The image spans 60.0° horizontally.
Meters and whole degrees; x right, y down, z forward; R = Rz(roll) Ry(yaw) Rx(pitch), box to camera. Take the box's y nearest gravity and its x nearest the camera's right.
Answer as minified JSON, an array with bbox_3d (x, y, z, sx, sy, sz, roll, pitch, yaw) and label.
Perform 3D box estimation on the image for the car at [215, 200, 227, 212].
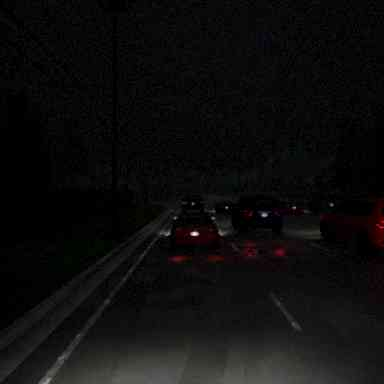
[{"bbox_3d":[3.604,1.615,36.669,1.994,1.385,4.181,0,0,0],"label":"car"}]

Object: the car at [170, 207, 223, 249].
[{"bbox_3d":[0.101,1.585,14.784,1.994,1.385,4.181,0,0,0],"label":"car"}]

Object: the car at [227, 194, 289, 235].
[{"bbox_3d":[3.590,1.248,19.259,2.150,2.045,5.566,0,0,0],"label":"car"}]

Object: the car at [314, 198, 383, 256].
[{"bbox_3d":[7.102,1.241,13.332,2.150,2.045,5.566,0,0,0],"label":"car"}]

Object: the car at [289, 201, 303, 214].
[{"bbox_3d":[10.604,1.615,36.510,1.994,1.385,4.181,0,0,0],"label":"car"}]

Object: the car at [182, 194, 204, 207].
[{"bbox_3d":[0.103,1.270,35.030,2.150,2.045,5.566,0,0,0],"label":"car"}]

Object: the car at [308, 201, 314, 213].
[{"bbox_3d":[14.104,1.402,35.669,2.097,1.767,4.553,0,0,0],"label":"car"}]

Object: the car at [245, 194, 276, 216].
[{"bbox_3d":[7.104,1.270,35.009,2.150,2.045,5.566,0,0,0],"label":"car"}]
